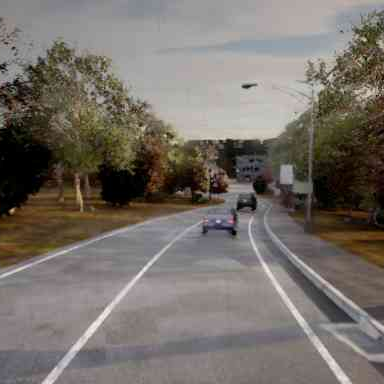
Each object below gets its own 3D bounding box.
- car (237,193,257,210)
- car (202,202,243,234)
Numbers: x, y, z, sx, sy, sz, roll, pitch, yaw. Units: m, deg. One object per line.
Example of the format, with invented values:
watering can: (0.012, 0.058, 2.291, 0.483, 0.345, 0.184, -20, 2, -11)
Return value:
car: (7.016, 1.213, 42.403, 2.150, 2.045, 5.566, 1, 0, 15)
car: (1.717, 1.526, 19.138, 2.033, 1.411, 5.357, 1, 0, 9)
